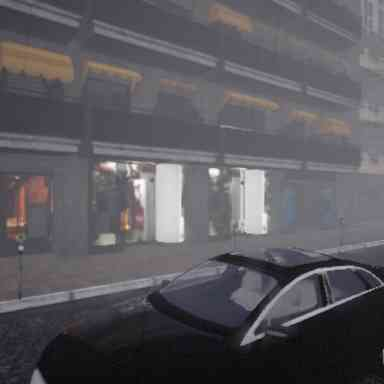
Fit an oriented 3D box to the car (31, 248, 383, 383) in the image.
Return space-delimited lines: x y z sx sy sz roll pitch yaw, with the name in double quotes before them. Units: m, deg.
"car" 0.797 1.507 3.936 4.902 1.511 2.128 0 0 -35
